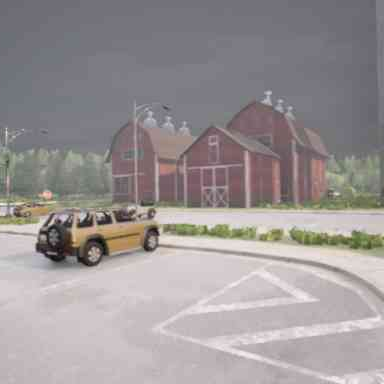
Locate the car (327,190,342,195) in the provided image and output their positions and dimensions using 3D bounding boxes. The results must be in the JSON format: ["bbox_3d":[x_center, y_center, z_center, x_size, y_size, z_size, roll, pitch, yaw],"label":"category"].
[{"bbox_3d":[33.560,0.457,78.673,3.866,1.878,1.905,1,-6,-11],"label":"car"}]

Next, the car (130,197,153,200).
[{"bbox_3d":[-4.713,1.413,28.468,1.905,1.878,3.866,-1,0,32],"label":"car"}]

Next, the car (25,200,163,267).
[{"bbox_3d":[-3.083,1.374,11.829,1.932,1.855,4.605,-1,0,32],"label":"car"}]

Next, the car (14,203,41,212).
[{"bbox_3d":[-16.446,1.843,35.122,1.816,1.474,4.193,-1,0,32],"label":"car"}]
